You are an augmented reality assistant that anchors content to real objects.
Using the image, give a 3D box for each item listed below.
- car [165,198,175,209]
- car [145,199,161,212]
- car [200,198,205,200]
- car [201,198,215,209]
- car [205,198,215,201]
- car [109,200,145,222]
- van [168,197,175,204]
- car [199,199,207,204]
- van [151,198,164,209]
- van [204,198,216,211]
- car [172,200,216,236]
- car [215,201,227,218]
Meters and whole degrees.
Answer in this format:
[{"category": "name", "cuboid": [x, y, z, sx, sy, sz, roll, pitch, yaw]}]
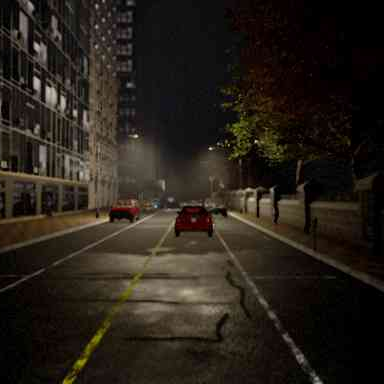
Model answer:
[{"category": "car", "cuboid": [-2.982, 2.130, 55.113, 1.994, 1.385, 4.181, 0, -1, 0]}, {"category": "car", "cuboid": [-5.814, 2.029, 45.992, 2.008, 1.369, 4.403, 0, -1, 0]}, {"category": "car", "cuboid": [0.112, 1.767, 39.734, 2.097, 1.767, 4.553, 0, -1, 0]}, {"category": "car", "cuboid": [2.716, 1.896, 56.846, 2.192, 1.841, 5.009, 0, -1, 0]}, {"category": "car", "cuboid": [2.711, 1.914, 45.726, 1.967, 1.590, 4.097, 0, -1, 0]}, {"category": "car", "cuboid": [-5.819, 1.624, 29.314, 2.192, 1.841, 5.009, 0, -1, 0]}, {"category": "van", "cuboid": [-5.653, 2.220, 90.476, 1.690, 1.788, 3.998, 0, 0, 0]}, {"category": "car", "cuboid": [2.723, 2.411, 84.645, 1.802, 1.307, 4.206, 0, 0, 0]}, {"category": "van", "cuboid": [-5.811, 1.873, 51.555, 1.690, 1.788, 3.998, 0, -1, 0]}, {"category": "van", "cuboid": [2.714, 1.870, 51.286, 1.690, 1.788, 3.998, 0, -1, 0]}, {"category": "car", "cuboid": [0.102, 1.564, 20.072, 2.097, 1.767, 4.553, 0, -1, 0]}, {"category": "car", "cuboid": [2.707, 1.913, 34.605, 2.008, 1.369, 4.403, 0, -1, 0]}]
